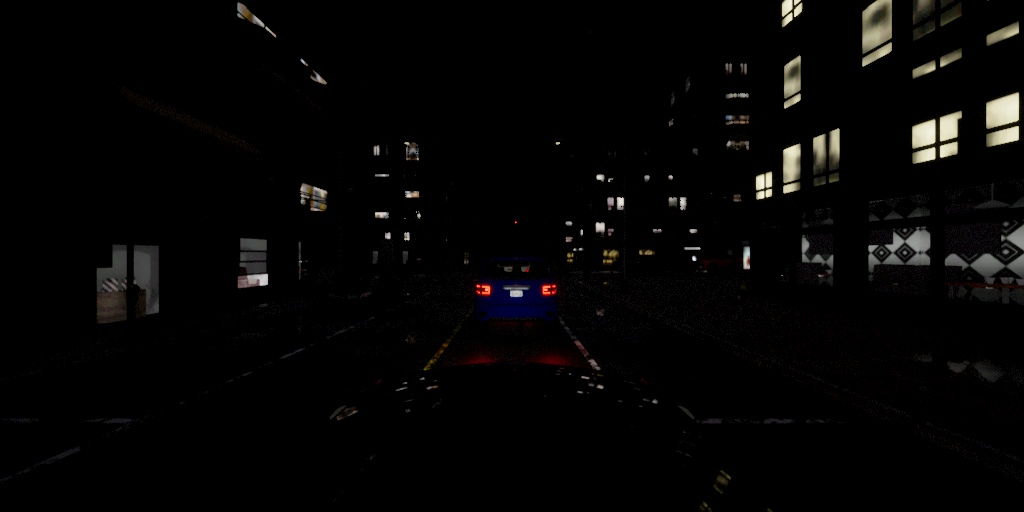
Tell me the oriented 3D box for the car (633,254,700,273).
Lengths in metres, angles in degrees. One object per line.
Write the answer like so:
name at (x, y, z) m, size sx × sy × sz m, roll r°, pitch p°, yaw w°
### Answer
car at (14.738, 0.769, 34.392) m, size 5.009 × 1.841 × 2.192 m, roll 0°, pitch 0°, yaw 0°

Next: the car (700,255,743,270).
car at (23.416, 0.632, 40.250) m, size 4.553 × 1.767 × 2.097 m, roll -1°, pitch 0°, yaw -1°

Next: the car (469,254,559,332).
car at (0.106, 0.969, 11.020) m, size 2.150 × 2.045 × 5.566 m, roll 0°, pitch 0°, yaw 0°

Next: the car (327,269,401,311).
car at (-5.729, 1.328, 14.429) m, size 1.802 × 1.307 × 4.207 m, roll 0°, pitch 0°, yaw 0°

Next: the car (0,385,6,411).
car at (-5.690, 1.300, 1.512) m, size 2.007 × 1.370 × 4.403 m, roll 0°, pitch 0°, yaw 0°

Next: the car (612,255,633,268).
car at (14.610, 0.753, 42.771) m, size 5.009 × 1.841 × 2.192 m, roll 0°, pitch 0°, yaw 0°

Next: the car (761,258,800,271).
car at (25.831, 0.813, 34.479) m, size 4.313 × 1.339 × 1.948 m, roll 0°, pitch 0°, yaw 0°

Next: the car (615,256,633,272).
car at (14.451, 0.973, 40.161) m, size 4.674 × 1.442 × 1.812 m, roll -1°, pitch 0°, yaw -1°
